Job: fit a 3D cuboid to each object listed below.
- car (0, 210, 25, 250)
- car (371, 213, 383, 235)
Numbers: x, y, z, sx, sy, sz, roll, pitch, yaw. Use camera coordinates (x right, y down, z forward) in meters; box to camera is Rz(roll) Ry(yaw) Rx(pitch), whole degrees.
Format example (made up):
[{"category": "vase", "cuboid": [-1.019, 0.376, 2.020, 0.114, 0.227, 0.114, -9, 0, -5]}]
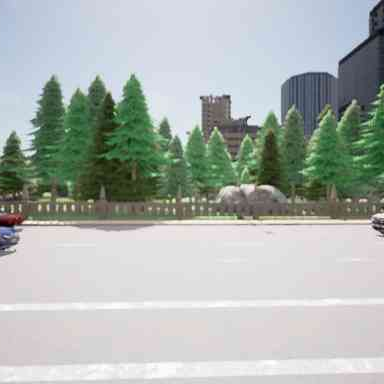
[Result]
[{"category": "car", "cuboid": [-8.939, 1.557, 12.318, 4.674, 1.442, 1.812, 0, 0, -2]}, {"category": "car", "cuboid": [11.783, 1.630, 16.823, 4.718, 1.301, 1.895, 0, 0, -2]}]
